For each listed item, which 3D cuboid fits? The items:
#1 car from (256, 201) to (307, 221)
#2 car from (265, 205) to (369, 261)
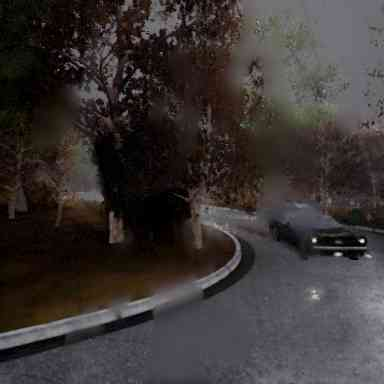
[{"bbox_3d":[5.661,1.196,19.689,1.994,1.385,4.181,2,1,-26],"label":"car"},{"bbox_3d":[4.282,1.443,12.005,1.895,1.301,4.718,1,2,-2],"label":"car"}]
